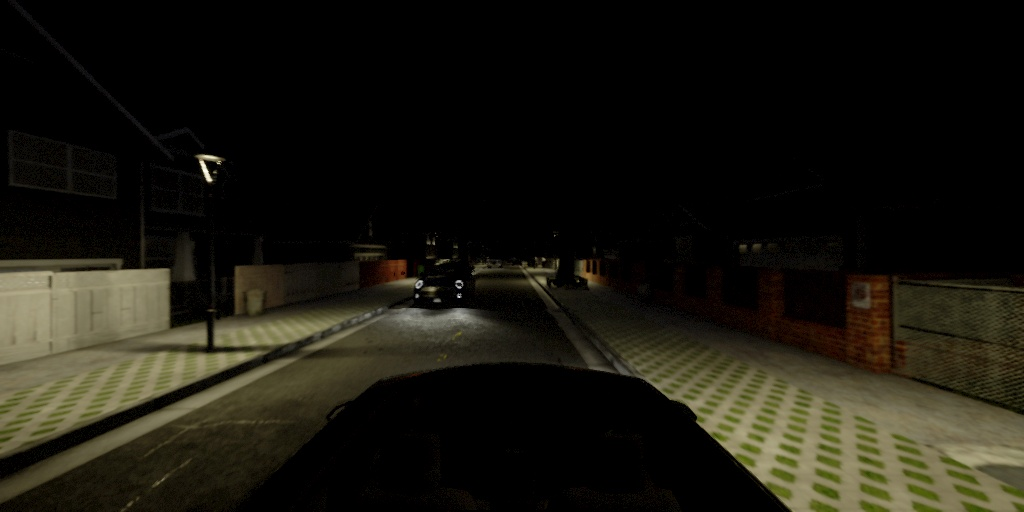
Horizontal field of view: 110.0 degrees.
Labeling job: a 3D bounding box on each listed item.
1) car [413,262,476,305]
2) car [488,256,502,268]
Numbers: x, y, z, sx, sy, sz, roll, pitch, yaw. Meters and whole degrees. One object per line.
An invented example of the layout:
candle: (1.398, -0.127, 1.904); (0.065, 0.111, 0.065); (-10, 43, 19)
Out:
car: (-2.844, 1.100, 15.897); (2.097, 1.767, 4.553); (0, 0, 0)
car: (-2.767, 0.947, 58.963); (2.150, 2.045, 5.566); (0, 0, 1)
